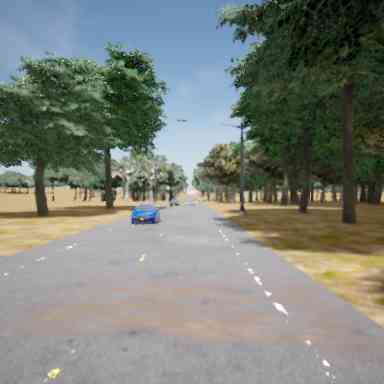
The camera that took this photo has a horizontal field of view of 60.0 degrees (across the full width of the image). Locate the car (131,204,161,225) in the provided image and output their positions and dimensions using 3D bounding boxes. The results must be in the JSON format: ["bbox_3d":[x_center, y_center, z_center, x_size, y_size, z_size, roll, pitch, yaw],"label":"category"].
[{"bbox_3d":[-3.614,1.702,26.504,1.882,1.535,5.008,0,0,0],"label":"car"}]

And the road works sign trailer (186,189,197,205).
[{"bbox_3d":[-0.042,1.131,73.473,2.380,3.560,2.880,0,0,0],"label":"road works sign trailer"}]

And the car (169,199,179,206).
[{"bbox_3d":[-3.542,2.151,67.142,2.033,1.411,5.357,0,-1,0],"label":"car"}]
